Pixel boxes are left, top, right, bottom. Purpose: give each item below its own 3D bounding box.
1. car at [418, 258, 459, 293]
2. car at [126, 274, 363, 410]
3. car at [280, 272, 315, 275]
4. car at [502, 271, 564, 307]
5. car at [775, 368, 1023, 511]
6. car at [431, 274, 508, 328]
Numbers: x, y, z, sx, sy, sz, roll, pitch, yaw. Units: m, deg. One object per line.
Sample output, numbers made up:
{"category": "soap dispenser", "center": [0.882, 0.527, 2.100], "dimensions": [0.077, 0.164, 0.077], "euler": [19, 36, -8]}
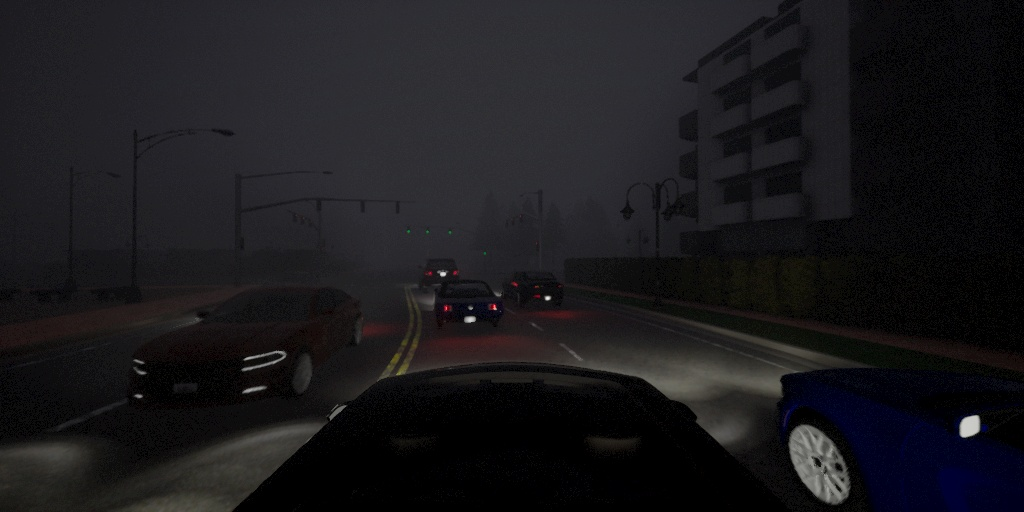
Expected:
{"category": "car", "center": [-4.772, 1.182, 23.119], "dimensions": [2.150, 2.045, 5.566], "euler": [0, -1, -18]}
{"category": "car", "center": [-4.193, 1.280, 6.622], "dimensions": [1.882, 1.535, 5.008], "euler": [0, -1, -10]}
{"category": "car", "center": [-10.409, 1.460, 17.295], "dimensions": [2.033, 1.411, 5.357], "euler": [0, -1, -17]}
{"category": "car", "center": [0.782, 1.394, 16.372], "dimensions": [1.837, 1.490, 4.892], "euler": [0, 0, -15]}
{"category": "car", "center": [3.347, 1.218, 1.245], "dimensions": [1.882, 1.535, 5.008], "euler": [0, 0, 0]}
{"category": "car", "center": [-1.615, 1.449, 11.876], "dimensions": [1.895, 1.301, 4.718], "euler": [0, -1, -13]}
